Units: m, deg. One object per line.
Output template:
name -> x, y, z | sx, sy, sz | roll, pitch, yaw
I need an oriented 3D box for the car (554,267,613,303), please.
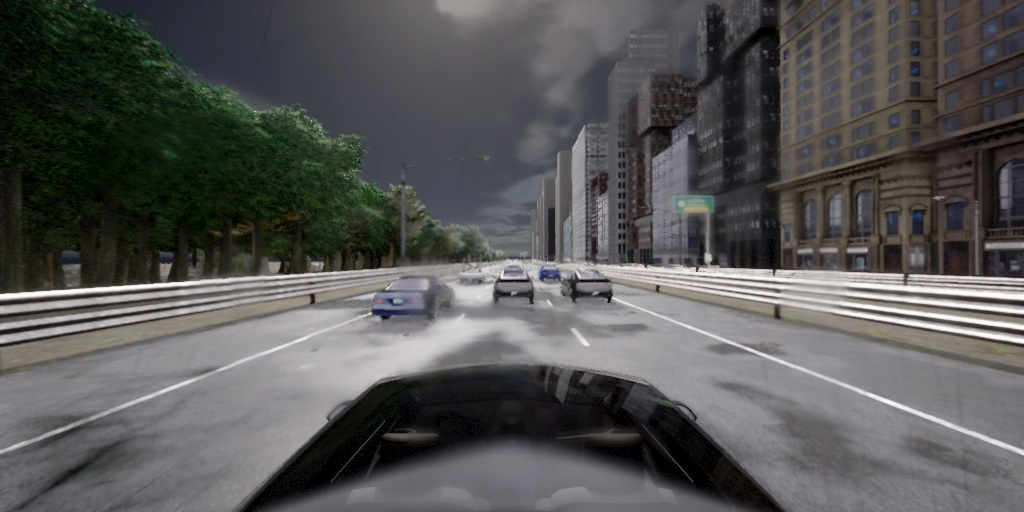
car -> 3.588, 1.436, 17.806 | 2.128, 1.511, 4.902 | 0, -1, 0

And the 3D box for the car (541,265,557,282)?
car -> 3.586, 1.633, 34.836 | 1.882, 1.535, 5.008 | 0, -1, 0

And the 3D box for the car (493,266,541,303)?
car -> 0.089, 1.437, 17.853 | 2.128, 1.511, 4.902 | 0, -1, 0

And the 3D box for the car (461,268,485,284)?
car -> -3.415, 1.715, 31.672 | 1.895, 1.301, 4.718 | 0, -1, 0

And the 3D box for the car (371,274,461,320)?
car -> -3.422, 1.437, 13.315 | 2.033, 1.411, 5.357 | 0, -1, 0
